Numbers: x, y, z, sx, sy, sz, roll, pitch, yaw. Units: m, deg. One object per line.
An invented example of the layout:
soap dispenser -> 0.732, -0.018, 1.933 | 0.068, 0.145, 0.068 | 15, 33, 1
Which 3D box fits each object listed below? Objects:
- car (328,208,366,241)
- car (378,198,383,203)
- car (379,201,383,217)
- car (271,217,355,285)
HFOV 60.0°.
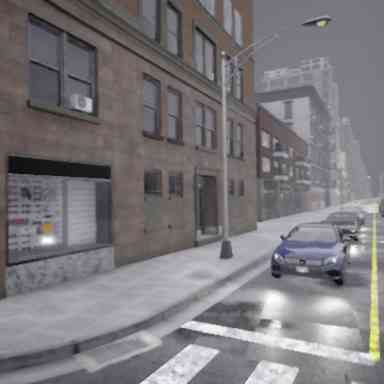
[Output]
car -> 8.510, 1.856, 18.818 | 2.033, 1.411, 5.357 | -1, -1, 29
car -> 27.274, 1.867, 46.333 | 2.150, 2.045, 5.566 | -1, -1, 29
car -> 22.264, 2.026, 37.205 | 1.837, 1.490, 4.892 | -1, -1, 29
car -> 3.869, 1.710, 10.377 | 1.812, 1.442, 4.674 | -1, -1, 29
